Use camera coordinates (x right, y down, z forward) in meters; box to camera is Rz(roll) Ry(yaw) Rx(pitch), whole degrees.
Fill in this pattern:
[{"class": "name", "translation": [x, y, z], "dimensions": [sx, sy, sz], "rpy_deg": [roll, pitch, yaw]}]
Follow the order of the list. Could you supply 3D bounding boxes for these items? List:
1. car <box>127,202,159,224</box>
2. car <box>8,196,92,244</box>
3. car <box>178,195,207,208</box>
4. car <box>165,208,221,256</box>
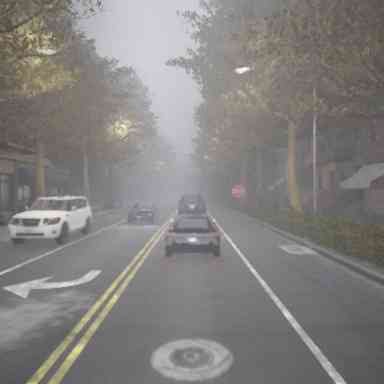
[{"class": "car", "translation": [-3.547, 1.497, 24.753], "dimensions": [1.837, 1.490, 4.892], "rpy_deg": [0, 0, 1]}, {"class": "car", "translation": [-6.556, 1.222, 16.162], "dimensions": [2.435, 2.045, 5.566], "rpy_deg": [0, 0, 0]}, {"class": "car", "translation": [0.029, 1.212, 26.824], "dimensions": [2.150, 2.045, 5.566], "rpy_deg": [0, 0, 0]}, {"class": "car", "translation": [0.042, 1.560, 13.064], "dimensions": [1.994, 1.385, 4.181], "rpy_deg": [0, 0, 1]}]
